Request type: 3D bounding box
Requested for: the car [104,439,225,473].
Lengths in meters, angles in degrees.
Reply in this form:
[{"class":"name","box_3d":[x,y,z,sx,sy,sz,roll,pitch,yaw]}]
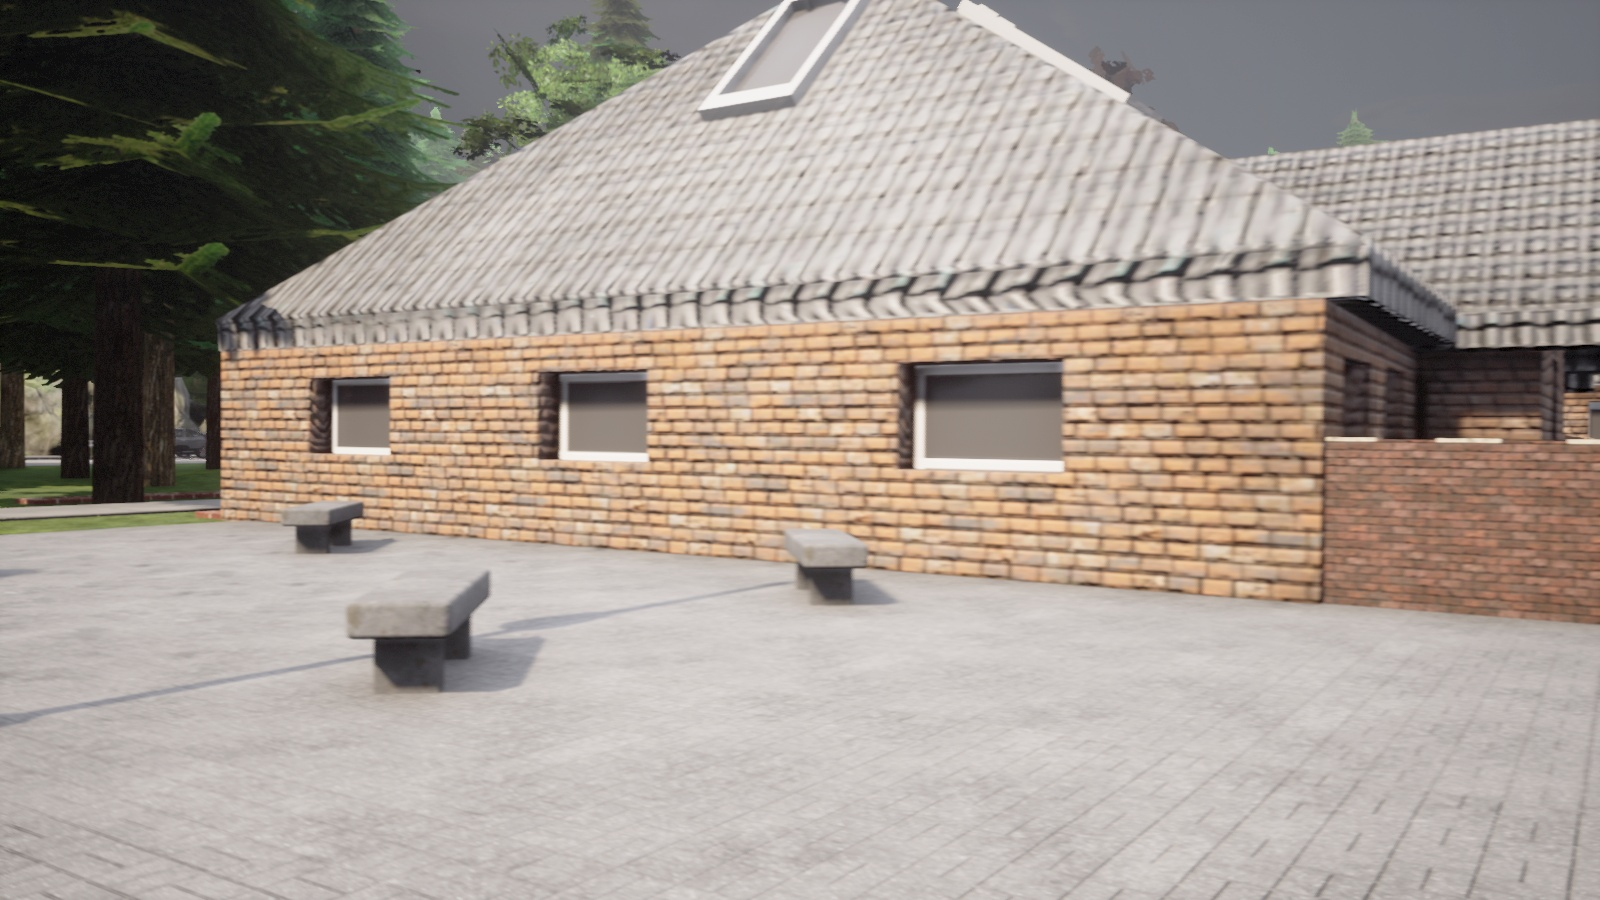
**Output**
[{"class":"car","box_3d":[-28.985,0.237,57.414,1.812,1.442,4.674,0,1,33]}]
